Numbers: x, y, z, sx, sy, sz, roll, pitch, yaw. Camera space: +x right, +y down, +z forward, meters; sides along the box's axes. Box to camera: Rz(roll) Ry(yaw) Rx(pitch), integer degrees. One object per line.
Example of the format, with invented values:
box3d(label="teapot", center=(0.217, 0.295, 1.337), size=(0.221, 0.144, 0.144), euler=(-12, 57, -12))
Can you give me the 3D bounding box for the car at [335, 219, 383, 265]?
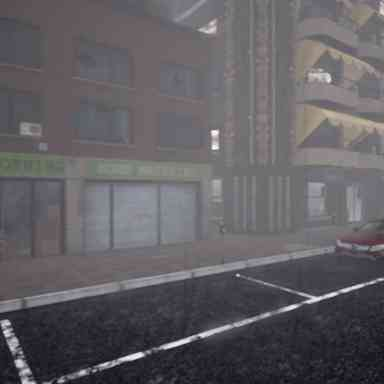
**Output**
box3d(label="car", center=(6.576, 1.590, 11.246), size=(4.206, 1.307, 1.802), euler=(0, 0, -35))
